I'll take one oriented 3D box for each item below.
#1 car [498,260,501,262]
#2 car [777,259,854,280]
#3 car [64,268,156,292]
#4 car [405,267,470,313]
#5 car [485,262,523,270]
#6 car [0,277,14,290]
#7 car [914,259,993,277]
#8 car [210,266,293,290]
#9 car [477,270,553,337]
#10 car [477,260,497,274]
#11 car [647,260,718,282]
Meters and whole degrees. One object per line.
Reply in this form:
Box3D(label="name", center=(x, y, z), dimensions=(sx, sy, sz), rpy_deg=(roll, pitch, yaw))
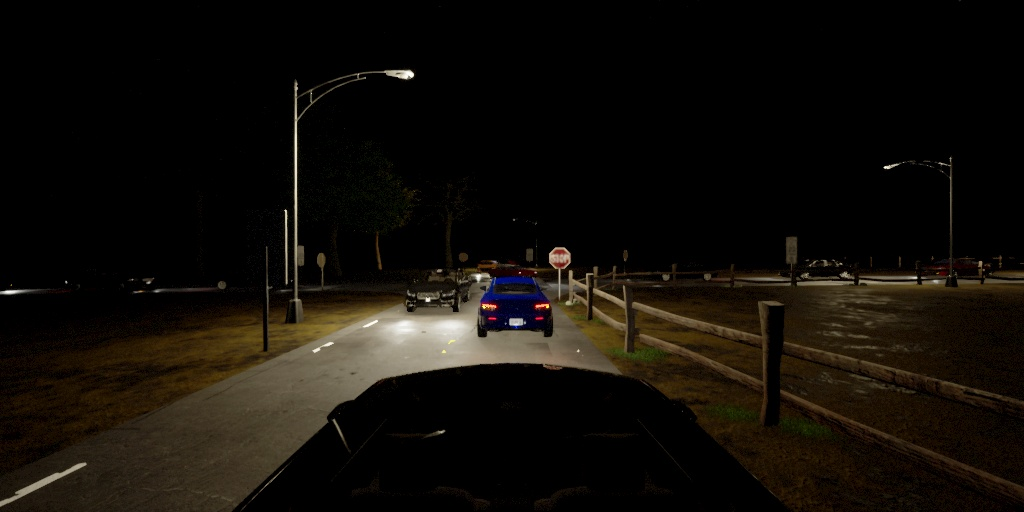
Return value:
Box3D(label="car", center=(-2.960, 1.366, 54.124), dimensions=(2.033, 1.411, 5.357), rpy_deg=(0, 0, 0))
Box3D(label="car", center=(22.692, 0.972, 26.925), dimensions=(4.892, 1.490, 1.837), rpy_deg=(0, 1, 0))
Box3D(label="car", center=(-26.913, 1.556, 24.136), dimensions=(4.902, 1.511, 2.128), rpy_deg=(-1, 1, 0))
Box3D(label="car", center=(-2.783, 1.219, 14.274), dimensions=(1.837, 1.490, 4.892), rpy_deg=(0, 0, 0))
Box3D(label="car", center=(0.017, 1.354, 28.678), dimensions=(1.895, 1.301, 4.718), rpy_deg=(0, 0, -33))
Box3D(label="car", center=(-36.717, 1.740, 24.179), dimensions=(4.181, 1.385, 1.994), rpy_deg=(-1, 1, 1))
Box3D(label="car", center=(33.032, 0.908, 26.898), dimensions=(4.181, 1.385, 1.994), rpy_deg=(-1, 1, -1))
Box3D(label="car", center=(-17.335, 1.435, 24.136), dimensions=(5.008, 1.535, 1.882), rpy_deg=(-1, 1, 0))
Box3D(label="car", center=(0.052, 1.277, 10.129), dimensions=(1.812, 1.442, 4.674), rpy_deg=(0, 0, -1))
Box3D(label="car", center=(-2.948, 1.260, 41.365), dimensions=(1.882, 1.535, 5.008), rpy_deg=(0, 0, 0))
Box3D(label="car", center=(12.733, 1.060, 26.920), dimensions=(5.008, 1.535, 1.882), rpy_deg=(-1, 1, -1))
